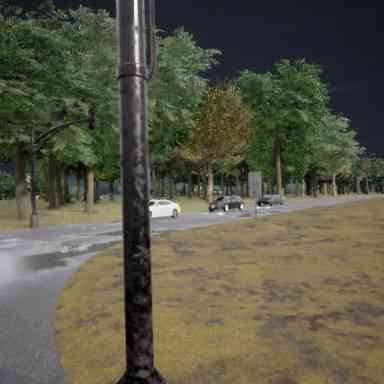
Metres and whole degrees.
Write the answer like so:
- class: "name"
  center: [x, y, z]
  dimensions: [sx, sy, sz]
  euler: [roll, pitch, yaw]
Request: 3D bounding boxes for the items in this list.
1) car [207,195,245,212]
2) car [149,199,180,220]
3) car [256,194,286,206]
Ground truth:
- class: "car"
  center: [3.392, 1.108, 32.522]
  dimensions: [1.837, 1.490, 4.892]
  euler: [-3, -1, 37]
- class: "car"
  center: [-2.746, 1.290, 24.458]
  dimensions: [1.812, 1.442, 4.674]
  euler: [-3, -1, 37]
- class: "car"
  center: [9.809, 0.989, 40.930]
  dimensions: [2.033, 1.411, 5.357]
  euler: [-3, -1, 37]
